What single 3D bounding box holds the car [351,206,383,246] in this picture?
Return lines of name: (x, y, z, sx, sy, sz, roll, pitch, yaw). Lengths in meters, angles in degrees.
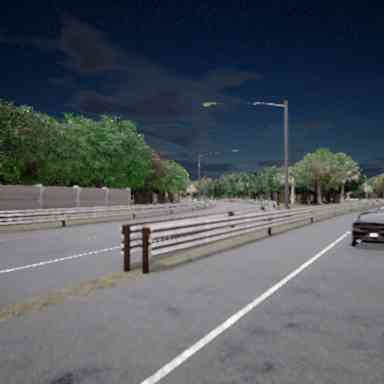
car: (8.886, 1.675, 15.983, 1.882, 1.535, 5.008, -1, -1, 32)
